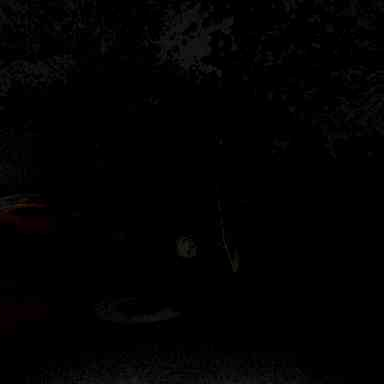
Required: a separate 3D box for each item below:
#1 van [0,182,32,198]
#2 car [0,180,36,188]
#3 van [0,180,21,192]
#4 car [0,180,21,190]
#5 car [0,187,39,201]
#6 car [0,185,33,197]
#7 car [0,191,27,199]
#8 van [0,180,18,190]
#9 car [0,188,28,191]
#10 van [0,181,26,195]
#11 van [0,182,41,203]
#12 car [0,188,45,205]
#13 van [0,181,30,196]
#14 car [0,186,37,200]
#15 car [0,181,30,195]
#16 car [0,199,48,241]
[{"bbox_3d":[-22.484,-0.262,41.353,4.442,1.987,1.878,1,2,-31],"label":"van"},{"bbox_3d":[-15.346,0.287,29.522,5.566,2.045,2.435,1,2,-31],"label":"car"},{"bbox_3d":[-35.022,-1.150,63.048,4.442,1.987,1.878,1,1,-31],"label":"van"},{"bbox_3d":[-39.366,-1.472,70.127,5.566,2.045,2.435,1,1,-31],"label":"car"},{"bbox_3d":[-19.637,0.204,36.788,4.792,1.488,2.163,1,2,-31],"label":"car"},{"bbox_3d":[-23.808,-0.136,43.813,5.008,1.535,2.097,1,1,-31],"label":"car"},{"bbox_3d":[-8.383,1.019,17.716,4.553,1.767,2.185,1,2,-31],"label":"car"},{"bbox_3d":[-40.649,-1.542,72.586,4.442,1.987,1.878,1,1,-31],"label":"van"},{"bbox_3d":[-12.729,0.776,24.653,5.366,1.575,1.946,1,2,-31],"label":"car"},{"bbox_3d":[-26.719,-0.560,48.515,4.442,1.987,1.878,1,1,-31],"label":"van"},{"bbox_3d":[-18.146,0.067,34.441,4.442,1.987,1.878,1,2,-31],"label":"van"},{"bbox_3d":[-16.811,0.445,31.884,4.792,1.488,2.163,1,2,-31],"label":"car"},{"bbox_3d":[-25.112,-0.458,46.249,4.442,1.987,1.878,1,2,-31],"label":"van"},{"bbox_3d":[-20.977,0.099,39.060,4.792,1.488,2.163,1,2,-31],"label":"car"},{"bbox_3d":[-28.049,-0.682,50.943,5.566,2.045,2.435,1,1,-31],"label":"car"},{"bbox_3d":[-7.012,1.265,15.316,5.008,1.535,2.097,1,2,-31],"label":"car"}]
